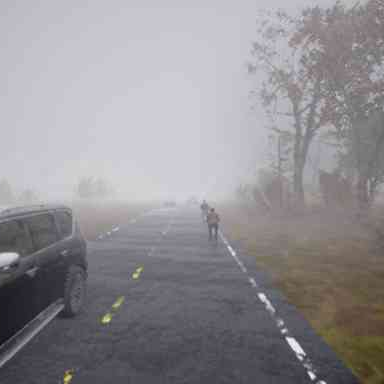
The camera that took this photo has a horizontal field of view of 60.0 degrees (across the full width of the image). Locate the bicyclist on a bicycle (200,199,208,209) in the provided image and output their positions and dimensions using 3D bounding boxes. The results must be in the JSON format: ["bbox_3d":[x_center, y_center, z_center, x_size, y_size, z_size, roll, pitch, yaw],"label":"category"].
[{"bbox_3d":[0.817,1.333,21.589,0.659,1.776,1.843,-1,0,0],"label":"bicyclist on a bicycle"}]

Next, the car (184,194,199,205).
[{"bbox_3d":[0.100,1.473,56.171,1.994,1.385,4.181,0,0,0],"label":"car"}]

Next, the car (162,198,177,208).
[{"bbox_3d":[-3.080,1.525,46.661,1.895,1.301,4.718,0,0,0],"label":"car"}]

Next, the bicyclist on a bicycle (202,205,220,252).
[{"bbox_3d":[0.813,1.430,12.765,0.582,1.620,1.656,-1,0,0],"label":"bicyclist on a bicycle"}]

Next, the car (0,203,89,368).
[{"bbox_3d":[-3.101,1.214,4.408,2.150,2.045,5.566,0,0,0],"label":"car"}]
